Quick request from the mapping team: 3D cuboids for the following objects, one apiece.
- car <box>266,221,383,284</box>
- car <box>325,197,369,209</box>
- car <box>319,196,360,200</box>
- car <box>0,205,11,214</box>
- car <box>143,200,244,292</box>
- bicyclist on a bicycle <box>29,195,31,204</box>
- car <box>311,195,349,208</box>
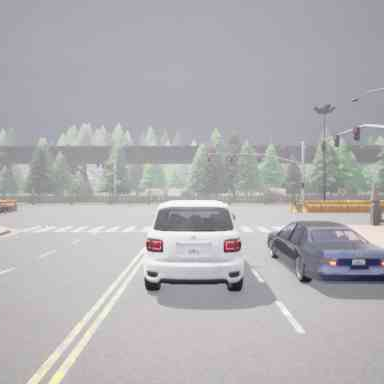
[{"bbox_3d":[3.570,1.544,9.597,2.033,1.411,5.357,0,0,0],"label":"car"},{"bbox_3d":[20.555,1.461,44.315,5.008,1.535,1.882,0,0,0],"label":"car"},{"bbox_3d":[18.198,1.476,40.826,4.902,1.511,2.128,0,0,0],"label":"car"},{"bbox_3d":[-21.505,1.534,33.824,5.357,1.411,2.033,0,0,0],"label":"car"},{"bbox_3d":[0.061,1.218,9.106,2.150,2.045,5.566,0,0,1],"label":"car"},{"bbox_3d":[-27.050,1.280,55.834,0.582,1.620,1.656,0,0,0],"label":"bicyclist on a bicycle"},{"bbox_3d":[19.793,1.334,47.818,4.553,1.767,2.097,0,0,0],"label":"car"}]
